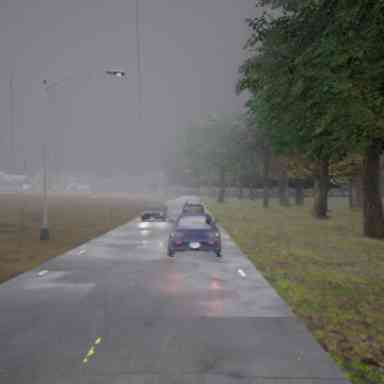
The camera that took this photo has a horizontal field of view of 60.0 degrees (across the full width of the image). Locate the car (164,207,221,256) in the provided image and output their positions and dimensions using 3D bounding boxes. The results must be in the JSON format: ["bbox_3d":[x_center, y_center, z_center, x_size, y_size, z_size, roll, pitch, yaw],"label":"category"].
[{"bbox_3d":[0.097,1.513,12.853,1.812,1.442,4.674,0,0,0],"label":"car"}]

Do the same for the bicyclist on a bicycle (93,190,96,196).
[{"bbox_3d":[-22.643,0.249,77.408,0.582,1.620,1.656,2,0,0],"label":"bicyclist on a bicycle"}]

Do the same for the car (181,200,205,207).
[{"bbox_3d":[0.098,1.441,29.228,2.128,1.511,4.902,0,0,0],"label":"car"}]

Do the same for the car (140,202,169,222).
[{"bbox_3d":[-2.850,1.504,26.485,2.033,1.411,5.357,0,0,0],"label":"car"}]
